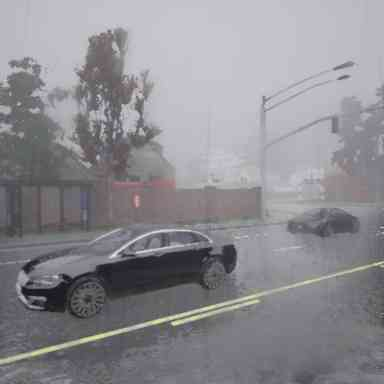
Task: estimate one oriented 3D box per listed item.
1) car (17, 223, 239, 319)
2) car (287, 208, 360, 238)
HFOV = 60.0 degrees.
[{"bbox_3d":[-1.142,1.492,7.463,4.902,1.511,2.128,0,0,-35],"label":"car"},{"bbox_3d":[6.904,1.529,17.408,4.181,1.385,1.994,0,0,-35],"label":"car"}]
